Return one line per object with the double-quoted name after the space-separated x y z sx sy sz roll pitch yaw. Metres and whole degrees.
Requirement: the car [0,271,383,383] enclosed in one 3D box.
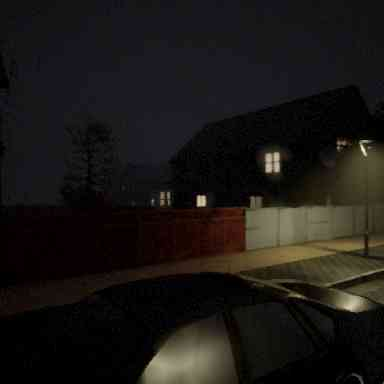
-0.187 1.547 2.936 5.357 1.411 2.033 0 0 -35 "car"
